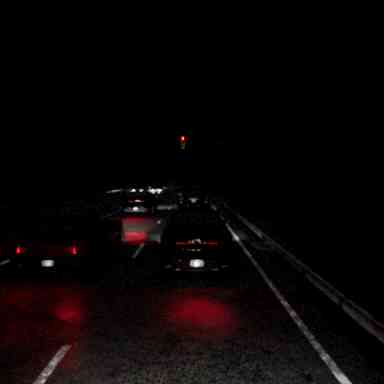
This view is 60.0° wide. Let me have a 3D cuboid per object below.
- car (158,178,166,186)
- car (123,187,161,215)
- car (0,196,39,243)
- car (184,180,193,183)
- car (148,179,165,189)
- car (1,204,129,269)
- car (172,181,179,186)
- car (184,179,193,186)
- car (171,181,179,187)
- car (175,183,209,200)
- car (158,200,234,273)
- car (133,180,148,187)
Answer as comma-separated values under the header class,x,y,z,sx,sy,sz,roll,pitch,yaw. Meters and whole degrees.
class,x,y,z,sx,sy,sz,roll,pitch,yaw
car,-7.660,-2.507,83.916,2.150,2.045,5.566,0,3,-2
car,-3.390,0.662,22.414,1.837,1.490,4.892,0,2,0
car,-7.087,1.121,11.595,2.128,1.511,4.902,0,3,0
car,-0.519,-1.864,80.728,1.812,1.442,4.674,0,3,-2
car,-7.161,-1.302,67.646,2.128,1.511,4.902,0,3,-1
car,-3.395,1.298,10.053,1.895,1.301,4.718,0,3,0
car,-4.500,-2.390,90.662,1.812,1.442,4.674,0,3,-3
car,-1.004,-2.567,90.822,2.097,1.767,4.553,0,3,-3
car,-4.019,-1.867,80.630,1.812,1.442,4.674,0,3,-2
car,0.109,0.481,23.070,2.097,1.767,4.553,0,3,0
car,0.104,1.217,9.693,1.837,1.490,4.892,0,2,0
car,-10.656,-1.212,67.463,1.895,1.301,4.718,0,3,-1
